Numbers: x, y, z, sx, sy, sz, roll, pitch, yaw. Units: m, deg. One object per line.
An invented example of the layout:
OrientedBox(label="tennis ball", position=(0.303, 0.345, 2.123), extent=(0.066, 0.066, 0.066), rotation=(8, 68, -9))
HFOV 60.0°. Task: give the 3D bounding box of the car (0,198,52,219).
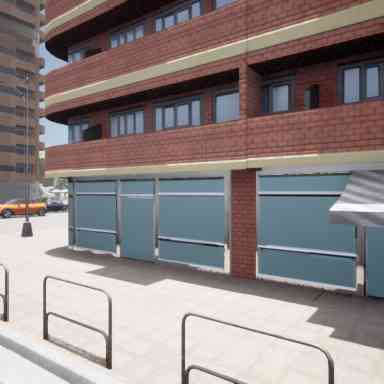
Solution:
OrientedBox(label="car", position=(-15.468, 1.352, 29.690), extent=(2.097, 1.767, 4.553), rotation=(0, 0, 36))

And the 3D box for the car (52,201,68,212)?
OrientedBox(label="car", position=(-15.362, 1.601, 35.776), extent=(1.895, 1.301, 4.718), rotation=(0, 0, 36))
